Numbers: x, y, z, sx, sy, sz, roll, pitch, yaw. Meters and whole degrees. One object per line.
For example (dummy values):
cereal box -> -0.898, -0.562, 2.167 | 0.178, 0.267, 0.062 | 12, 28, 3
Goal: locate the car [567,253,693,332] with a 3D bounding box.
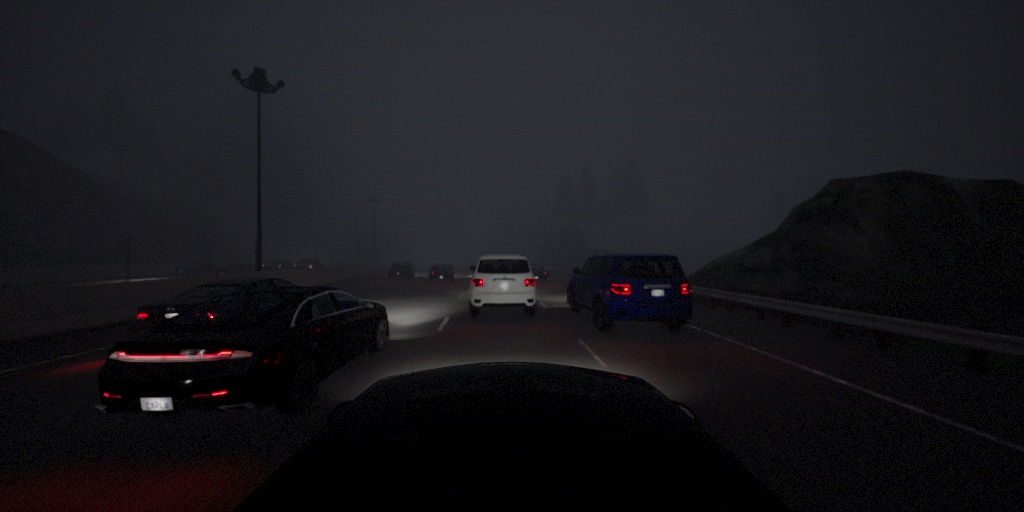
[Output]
car -> 3.243, 0.947, 11.006 | 2.150, 2.045, 5.566 | 0, 0, -3

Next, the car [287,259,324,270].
car -> -21.902, 1.073, 38.614 | 2.097, 1.767, 4.553 | 0, 0, -13

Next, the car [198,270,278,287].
car -> -7.192, 1.296, 9.944 | 2.033, 1.411, 5.357 | 0, 0, -3

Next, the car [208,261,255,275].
car -> -28.785, 1.285, 37.521 | 2.033, 1.411, 5.357 | 0, 0, -13

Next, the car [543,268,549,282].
car -> 1.501, 1.297, 28.509 | 1.895, 1.301, 4.718 | 0, 0, -8

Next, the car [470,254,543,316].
car -> -0.401, 0.950, 13.419 | 2.150, 2.045, 5.566 | 0, 0, -4

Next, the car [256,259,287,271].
car -> -25.645, 1.080, 39.325 | 2.097, 1.767, 4.553 | 0, 0, -13

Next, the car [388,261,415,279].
car -> -9.590, 1.204, 31.349 | 2.128, 1.511, 4.902 | 0, 0, -9

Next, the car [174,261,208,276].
car -> -32.230, 1.237, 36.760 | 2.128, 1.511, 4.902 | 0, 0, -13

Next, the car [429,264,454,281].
car -> -5.704, 1.309, 29.452 | 1.895, 1.301, 4.718 | 0, 0, -9

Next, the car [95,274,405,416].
car -> -3.567, 1.240, 5.961 | 2.128, 1.511, 4.902 | 0, 0, -2
